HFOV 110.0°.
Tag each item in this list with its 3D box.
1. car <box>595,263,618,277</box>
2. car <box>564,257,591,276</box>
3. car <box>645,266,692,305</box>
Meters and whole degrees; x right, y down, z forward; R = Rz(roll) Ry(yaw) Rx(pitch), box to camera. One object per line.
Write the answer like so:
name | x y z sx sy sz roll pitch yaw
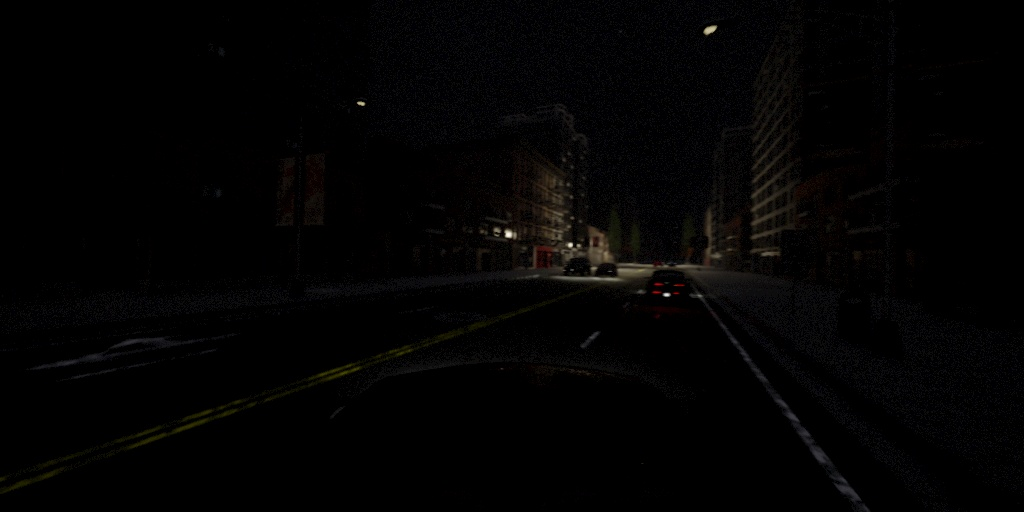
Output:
car | 10.628 1.510 40.144 1.882 1.535 5.008 1 0 24
car | 7.656 1.194 41.447 2.150 2.045 5.566 1 0 24
car | 7.696 1.443 17.718 1.837 1.490 4.892 1 0 24
